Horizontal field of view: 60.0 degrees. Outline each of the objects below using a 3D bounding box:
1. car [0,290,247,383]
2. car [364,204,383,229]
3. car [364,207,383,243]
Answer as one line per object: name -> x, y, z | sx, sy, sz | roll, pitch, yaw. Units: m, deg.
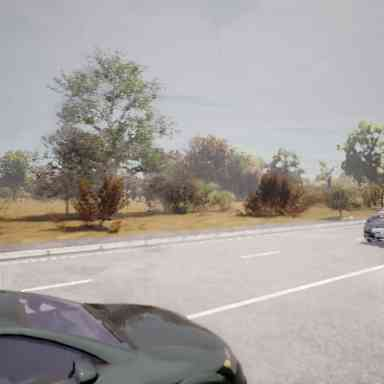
car -> -1.531, 1.565, 2.655 | 4.181, 1.385, 1.994 | 0, 0, -35
car -> 13.700, 1.592, 22.358 | 4.674, 1.442, 1.812 | 0, 0, -35
car -> 9.783, 1.538, 15.259 | 4.902, 1.511, 2.128 | 0, 0, -35
